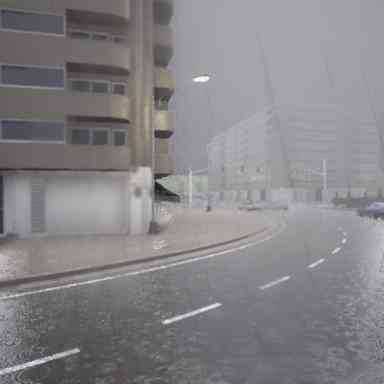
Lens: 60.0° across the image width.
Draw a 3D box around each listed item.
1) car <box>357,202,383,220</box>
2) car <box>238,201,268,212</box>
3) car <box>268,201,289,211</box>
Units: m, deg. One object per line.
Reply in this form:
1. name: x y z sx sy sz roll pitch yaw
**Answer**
1. car: 16.257 1.633 29.269 1.812 1.442 4.674 0 0 5
2. car: 7.713 1.882 43.833 1.895 1.301 4.718 0 0 -13
3. car: 11.124 1.847 44.617 1.895 1.301 4.718 0 0 -13
